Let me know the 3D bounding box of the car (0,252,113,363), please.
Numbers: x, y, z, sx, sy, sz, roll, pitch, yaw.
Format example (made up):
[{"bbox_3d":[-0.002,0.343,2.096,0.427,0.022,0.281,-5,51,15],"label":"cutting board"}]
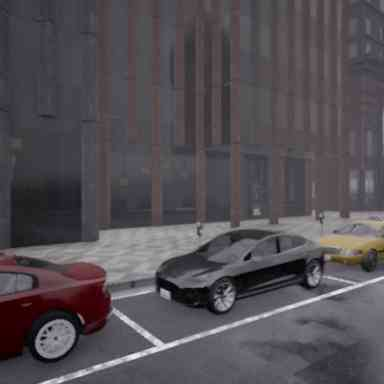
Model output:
[{"bbox_3d":[-3.315,1.545,4.284,4.507,1.381,1.887,0,0,-36],"label":"car"}]

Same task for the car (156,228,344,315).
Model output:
[{"bbox_3d":[1.272,1.556,7.560,4.313,1.339,1.947,0,0,-36],"label":"car"}]

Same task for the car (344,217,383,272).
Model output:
[{"bbox_3d":[5.720,1.507,10.737,4.829,1.417,1.752,0,0,-36],"label":"car"}]
